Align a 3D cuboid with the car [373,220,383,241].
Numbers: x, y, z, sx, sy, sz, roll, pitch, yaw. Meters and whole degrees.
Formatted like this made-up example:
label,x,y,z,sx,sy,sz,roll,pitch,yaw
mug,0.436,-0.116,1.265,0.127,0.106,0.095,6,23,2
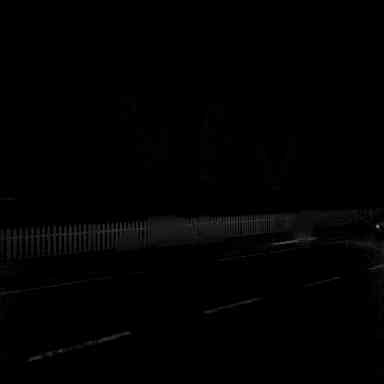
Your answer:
label,x,y,z,sx,sy,sz,roll,pitch,yaw
car,10.421,1.525,15.662,4.674,1.442,1.812,0,0,-36
